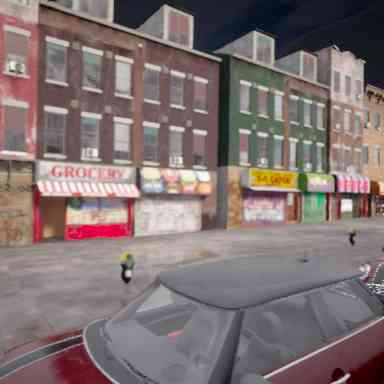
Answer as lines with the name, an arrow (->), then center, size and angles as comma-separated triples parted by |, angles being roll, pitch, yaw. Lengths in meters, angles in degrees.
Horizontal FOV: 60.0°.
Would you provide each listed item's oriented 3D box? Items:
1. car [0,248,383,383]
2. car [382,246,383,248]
car -> 0.163, 1.435, 2.898 | 4.097, 1.590, 1.967 | 0, 1, -35
car -> 4.686, 1.429, 6.091 | 4.097, 1.590, 1.967 | 0, 1, -35
